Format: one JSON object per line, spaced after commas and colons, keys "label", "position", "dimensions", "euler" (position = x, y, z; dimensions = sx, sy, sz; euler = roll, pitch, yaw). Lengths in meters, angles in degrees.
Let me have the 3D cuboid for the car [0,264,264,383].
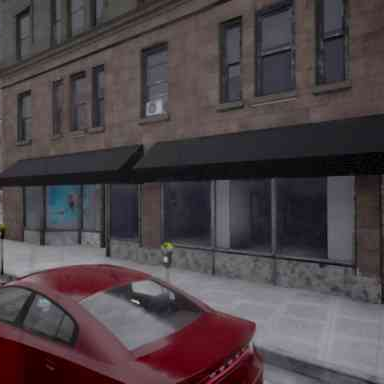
{"label": "car", "position": [-1.430, 1.544, 3.885], "dimensions": [4.507, 1.381, 1.887], "euler": [0, 0, 36]}
